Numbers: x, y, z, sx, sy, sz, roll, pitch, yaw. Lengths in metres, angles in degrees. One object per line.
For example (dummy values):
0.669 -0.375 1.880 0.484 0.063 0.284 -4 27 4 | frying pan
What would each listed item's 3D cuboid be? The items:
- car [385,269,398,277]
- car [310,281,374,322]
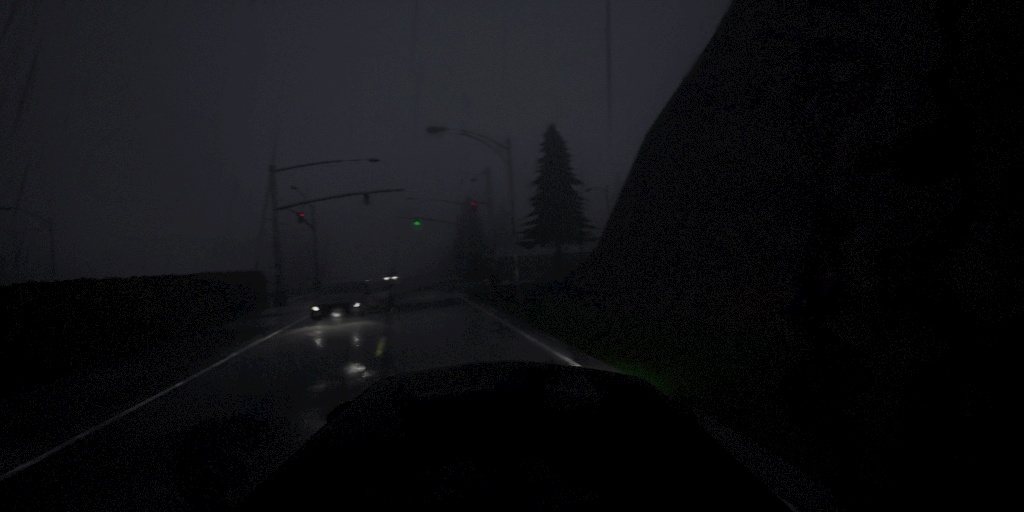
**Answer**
-20.233 2.821 60.197 1.994 1.385 4.181 -3 0 -16 | car
-7.057 1.793 15.432 2.033 1.411 5.357 -3 0 -16 | car
